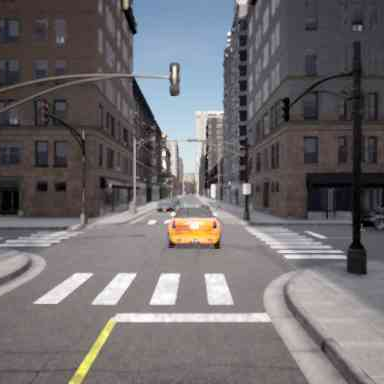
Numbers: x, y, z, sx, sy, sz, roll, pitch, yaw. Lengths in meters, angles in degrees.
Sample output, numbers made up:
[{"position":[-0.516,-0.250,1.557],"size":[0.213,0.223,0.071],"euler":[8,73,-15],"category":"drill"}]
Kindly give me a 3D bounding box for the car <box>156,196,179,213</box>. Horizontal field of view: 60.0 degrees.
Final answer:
[{"position":[-2.841,1.522,37.261],"size":[2.033,1.411,5.357],"euler":[0,0,0],"category":"car"}]

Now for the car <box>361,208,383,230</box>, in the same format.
[{"position":[12.372,1.544,20.201],"size":[4.313,1.339,1.947],"euler":[0,0,0],"category":"car"}]

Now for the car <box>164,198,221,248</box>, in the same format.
[{"position":[0.099,1.341,14.923],"size":[2.097,1.767,4.553],"euler":[0,0,0],"category":"car"}]

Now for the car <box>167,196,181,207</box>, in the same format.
[{"position":[-2.813,1.484,53.138],"size":[1.837,1.490,4.892],"euler":[0,0,0],"category":"car"}]
